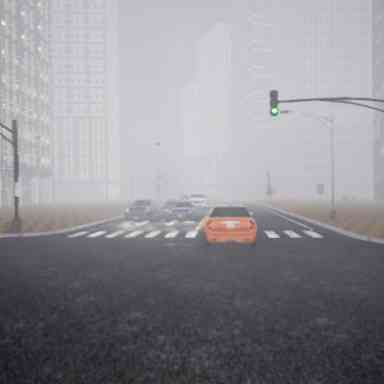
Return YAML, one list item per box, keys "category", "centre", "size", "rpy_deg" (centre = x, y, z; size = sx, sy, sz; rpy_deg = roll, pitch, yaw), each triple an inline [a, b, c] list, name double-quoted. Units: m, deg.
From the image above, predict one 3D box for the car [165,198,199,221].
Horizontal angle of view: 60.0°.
- category: "car"
  centre: [-0.695, 1.479, 26.882]
  size: [1.812, 1.442, 4.674]
  rpy_deg: [-1, 0, 5]

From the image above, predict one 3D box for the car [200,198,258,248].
- category: "car"
  centre: [1.649, 1.300, 14.688]
  size: [2.097, 1.767, 4.553]
  rpy_deg: [-1, 0, 5]

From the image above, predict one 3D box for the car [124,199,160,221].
- category: "car"
  centre: [-3.953, 1.347, 26.995]
  size: [2.097, 1.767, 4.553]
  rpy_deg: [-1, 0, 5]

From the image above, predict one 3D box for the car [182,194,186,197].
- category: "car"
  centre: [-1.147, 1.075, 59.792]
  size: [1.837, 1.490, 4.892]
  rpy_deg: [-1, 0, 3]

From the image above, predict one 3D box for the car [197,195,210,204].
- category: "car"
  centre: [2.102, 1.320, 59.628]
  size: [2.128, 1.511, 4.902]
  rpy_deg: [-1, 0, 3]

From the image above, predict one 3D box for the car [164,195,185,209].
- category: "car"
  centre: [-2.448, 1.492, 43.455]
  size: [1.994, 1.385, 4.181]
  rpy_deg: [-1, 0, 5]

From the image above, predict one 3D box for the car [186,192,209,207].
- category: "car"
  centre: [0.729, 1.105, 42.766]
  size: [2.150, 2.045, 5.566]
  rpy_deg: [-1, 1, 3]
